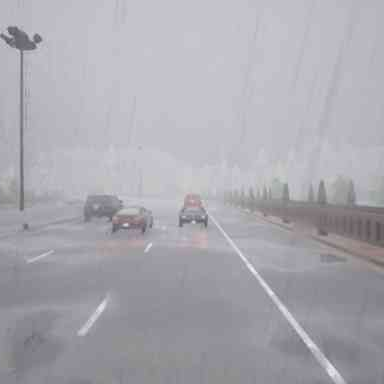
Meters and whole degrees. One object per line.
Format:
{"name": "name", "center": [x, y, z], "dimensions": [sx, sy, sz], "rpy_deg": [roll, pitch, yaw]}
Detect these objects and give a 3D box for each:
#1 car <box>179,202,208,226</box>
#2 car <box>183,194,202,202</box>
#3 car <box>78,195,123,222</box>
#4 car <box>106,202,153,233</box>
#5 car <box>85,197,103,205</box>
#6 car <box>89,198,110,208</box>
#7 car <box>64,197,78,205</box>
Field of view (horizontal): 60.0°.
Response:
{"name": "car", "center": [0.093, 1.593, 23.099], "dimensions": [1.895, 1.301, 4.718], "rpy_deg": [0, 0, 0]}
{"name": "car", "center": [0.098, 1.235, 41.479], "dimensions": [2.150, 2.045, 5.566], "rpy_deg": [0, 0, 0]}
{"name": "car", "center": [-6.909, 1.217, 26.617], "dimensions": [2.150, 2.045, 5.566], "rpy_deg": [0, 0, 0]}
{"name": "car", "center": [-3.406, 1.517, 19.435], "dimensions": [1.812, 1.442, 4.674], "rpy_deg": [0, 0, 0]}
{"name": "car", "center": [-17.606, 1.661, 60.148], "dimensions": [1.895, 1.301, 4.718], "rpy_deg": [0, 0, 0]}
{"name": "car", "center": [-14.085, 1.598, 50.920], "dimensions": [1.994, 1.385, 4.181], "rpy_deg": [0, 0, 0]}
{"name": "car", "center": [-21.095, 1.620, 59.117], "dimensions": [1.994, 1.385, 4.181], "rpy_deg": [0, 0, 0]}
